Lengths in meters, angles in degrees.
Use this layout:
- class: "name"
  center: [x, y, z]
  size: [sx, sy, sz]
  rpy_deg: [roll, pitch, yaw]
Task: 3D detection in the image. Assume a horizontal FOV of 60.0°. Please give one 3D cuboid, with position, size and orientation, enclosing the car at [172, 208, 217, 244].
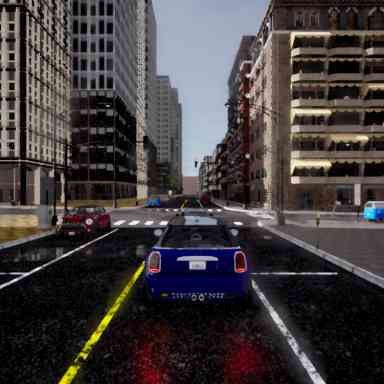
- class: "car"
  center: [0.106, 1.565, 16.625]
  size: [1.994, 1.385, 4.181]
  rpy_deg: [0, 0, 0]

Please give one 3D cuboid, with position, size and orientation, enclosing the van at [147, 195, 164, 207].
- class: "van"
  center: [-5.673, 1.353, 50.224]
  size: [1.690, 1.788, 3.998]
  rpy_deg: [0, 0, 0]

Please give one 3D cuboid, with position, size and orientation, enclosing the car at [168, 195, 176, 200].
- class: "car"
  center: [-5.657, 1.572, 94.461]
  size: [1.752, 1.417, 4.829]
  rpy_deg: [0, 0, 0]

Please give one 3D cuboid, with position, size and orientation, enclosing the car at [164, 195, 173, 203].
- class: "car"
  center: [-5.665, 1.552, 72.257]
  size: [1.752, 1.417, 4.829]
  rpy_deg: [0, 0, 0]

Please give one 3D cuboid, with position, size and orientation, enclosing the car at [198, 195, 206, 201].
- class: "car"
  center: [2.722, 1.592, 89.078]
  size: [2.008, 1.369, 4.403]
  rpy_deg: [0, 0, 0]

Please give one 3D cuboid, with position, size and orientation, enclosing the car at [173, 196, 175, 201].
- class: "car"
  center: [-5.659, 1.481, 89.080]
  size: [1.967, 1.590, 4.097]
  rpy_deg: [0, 0, 0]

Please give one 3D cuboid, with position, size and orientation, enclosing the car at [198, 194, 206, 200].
- class: "car"
  center: [2.723, 1.361, 94.629]
  size: [2.192, 1.841, 5.009]
  rpy_deg: [0, 0, 0]

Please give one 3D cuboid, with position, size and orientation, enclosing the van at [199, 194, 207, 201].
- class: "van"
  center: [2.719, 1.377, 83.528]
  size: [1.690, 1.788, 3.998]
  rpy_deg: [0, 0, 0]

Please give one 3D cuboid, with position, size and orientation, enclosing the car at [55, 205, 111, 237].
- class: "car"
  center: [-5.685, 1.441, 17.750]
  size: [1.967, 1.590, 4.097]
  rpy_deg: [0, 0, 0]

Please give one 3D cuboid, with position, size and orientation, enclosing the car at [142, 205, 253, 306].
- class: "car"
  center: [0.102, 1.352, 8.167]
  size: [2.097, 1.767, 4.553]
  rpy_deg: [0, 0, 0]

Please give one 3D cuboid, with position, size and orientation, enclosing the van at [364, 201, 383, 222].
- class: "van"
  center: [16.940, 1.706, 28.474]
  size: [3.998, 1.788, 1.690]
  rpy_deg: [1, -1, 0]

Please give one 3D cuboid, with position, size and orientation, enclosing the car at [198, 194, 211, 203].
- class: "car"
  center: [2.713, 1.338, 66.875]
  size: [2.192, 1.841, 5.009]
  rpy_deg: [0, 0, 0]
